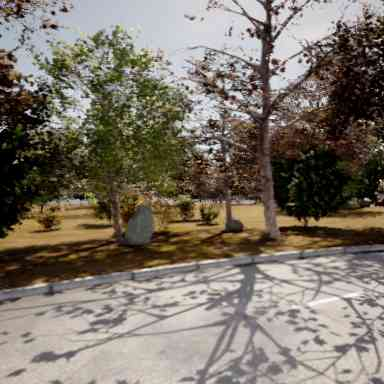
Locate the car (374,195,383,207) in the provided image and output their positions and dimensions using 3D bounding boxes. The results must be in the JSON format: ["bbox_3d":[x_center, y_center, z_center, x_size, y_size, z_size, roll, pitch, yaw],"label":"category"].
[{"bbox_3d":[27.590,1.178,47.761,2.097,1.767,4.553,0,0,22],"label":"car"}]
